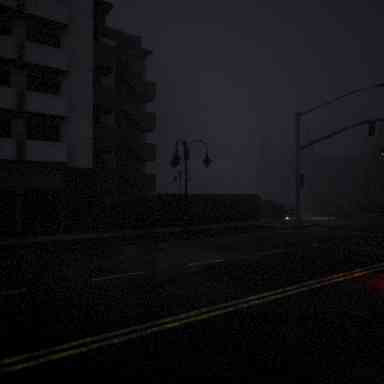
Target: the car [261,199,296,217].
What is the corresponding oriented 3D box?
[{"bbox_3d":[7.834,1.478,32.203,1.882,1.535,5.008,0,0,-38],"label":"car"}]
